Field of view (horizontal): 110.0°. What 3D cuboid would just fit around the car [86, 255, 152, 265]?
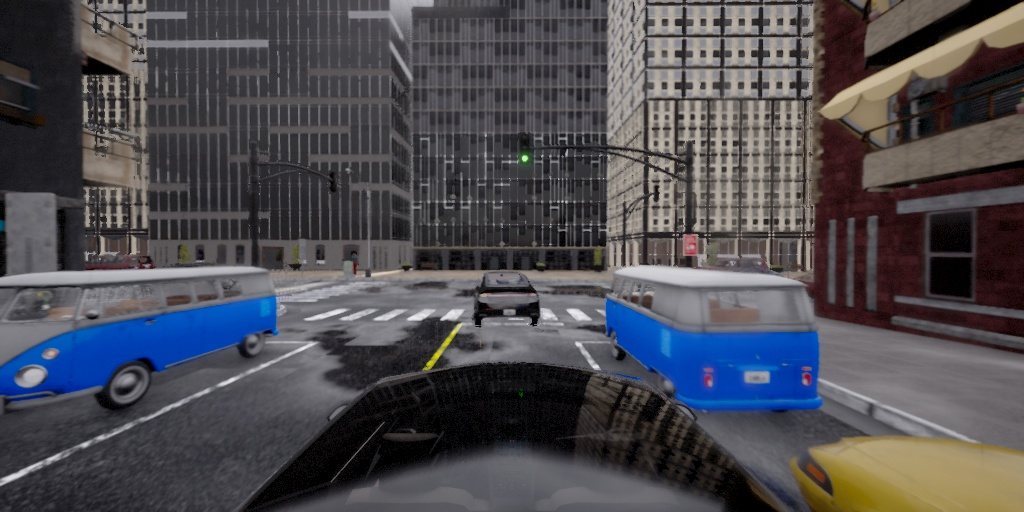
[{"bbox_3d":[-28.201,0.856,25.369,5.009,1.841,2.192,0,0,0],"label":"car"}]

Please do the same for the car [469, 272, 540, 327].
[{"bbox_3d":[-0.316,1.247,11.586,2.128,1.511,4.902,0,-1,-6],"label":"car"}]

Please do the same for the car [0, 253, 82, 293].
[{"bbox_3d":[-27.570,0.852,19.553,5.566,2.045,2.150,0,1,0],"label":"car"}]

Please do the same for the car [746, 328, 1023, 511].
[{"bbox_3d":[2.689,1.277,0.338,1.751,1.417,4.829,0,0,0],"label":"car"}]

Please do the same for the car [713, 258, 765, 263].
[{"bbox_3d":[15.233,1.070,25.108,5.009,1.841,2.192,0,0,0],"label":"car"}]

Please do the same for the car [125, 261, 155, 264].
[{"bbox_3d":[-17.653,1.201,19.503,4.674,1.442,1.812,0,1,0],"label":"car"}]

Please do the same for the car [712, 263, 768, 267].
[{"bbox_3d":[14.674,1.354,22.511,4.181,1.385,1.994,0,1,0],"label":"car"}]

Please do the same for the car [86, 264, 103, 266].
[{"bbox_3d":[-22.730,1.235,16.956,4.507,1.381,1.888,0,0,0],"label":"car"}]

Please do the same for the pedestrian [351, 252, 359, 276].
[{"bbox_3d":[-12.393,0.616,28.200,0.375,1.860,0.375,0,1,0],"label":"pedestrian"}]

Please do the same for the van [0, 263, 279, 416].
[{"bbox_3d":[-5.692,1.087,5.799,1.690,1.789,3.998,0,0,0],"label":"van"}]

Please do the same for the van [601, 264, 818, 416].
[{"bbox_3d":[2.689,1.086,5.770,1.690,1.789,3.998,0,0,0],"label":"van"}]
